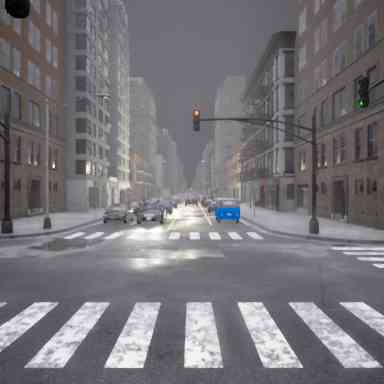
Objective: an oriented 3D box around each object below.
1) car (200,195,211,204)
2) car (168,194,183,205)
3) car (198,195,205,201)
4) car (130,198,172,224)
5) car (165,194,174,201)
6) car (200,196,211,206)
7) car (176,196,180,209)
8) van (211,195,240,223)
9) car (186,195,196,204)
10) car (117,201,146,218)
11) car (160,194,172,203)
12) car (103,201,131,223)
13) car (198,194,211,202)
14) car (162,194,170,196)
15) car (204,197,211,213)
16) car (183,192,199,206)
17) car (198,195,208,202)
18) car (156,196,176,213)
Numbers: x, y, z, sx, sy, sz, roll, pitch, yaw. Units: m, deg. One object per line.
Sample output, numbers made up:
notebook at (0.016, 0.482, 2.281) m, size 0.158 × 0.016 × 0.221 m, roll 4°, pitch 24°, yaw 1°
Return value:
car at (2.520, 1.408, 64.744) m, size 1.967 × 1.590 × 4.097 m, roll 0°, pitch 0°, yaw 0°
car at (-2.858, 1.575, 59.273) m, size 1.994 × 1.385 × 4.181 m, roll 0°, pitch 0°, yaw 0°
car at (2.480, 1.512, 87.469) m, size 1.947 × 1.339 × 4.313 m, roll 0°, pitch 0°, yaw 0°
car at (-2.882, 1.485, 24.504) m, size 2.128 × 1.511 × 4.902 m, roll 0°, pitch 0°, yaw -1°
car at (-5.535, 1.392, 81.770) m, size 1.967 × 1.590 × 4.097 m, roll 0°, pitch 0°, yaw 0°
car at (2.551, 1.566, 47.700) m, size 1.802 × 1.307 × 4.206 m, roll 0°, pitch 0°, yaw 0°
car at (-2.926, 1.550, 43.908) m, size 1.994 × 1.385 × 4.181 m, roll 0°, pitch 0°, yaw 0°
van at (2.591, 1.334, 24.975) m, size 1.690 × 1.788 × 3.998 m, roll 0°, pitch 0°, yaw 0°
car at (-0.118, 1.445, 65.101) m, size 1.882 × 1.535 × 5.008 m, roll 0°, pitch 0°, yaw 0°
car at (-5.444, 1.536, 30.633) m, size 1.887 × 1.381 × 4.507 m, roll 0°, pitch 0°, yaw 0°
car at (-5.515, 1.277, 70.406) m, size 2.192 × 1.841 × 5.009 m, roll 0°, pitch 0°, yaw 0°
car at (-5.434, 1.544, 24.952) m, size 2.008 × 1.369 × 4.403 m, roll 0°, pitch 0°, yaw 0°
car at (2.541, 1.294, 53.381) m, size 2.192 × 1.841 × 5.009 m, roll 0°, pitch 0°, yaw 0°
car at (-5.505, 1.534, 64.724) m, size 1.947 × 1.339 × 4.313 m, roll 0°, pitch 0°, yaw 0°
car at (2.571, 1.572, 36.337) m, size 1.802 × 1.307 × 4.206 m, roll 0°, pitch 0°, yaw 0°
car at (-0.100, 1.329, 55.069) m, size 2.097 × 1.767 × 4.553 m, roll 0°, pitch 0°, yaw 0°
car at (2.500, 1.508, 76.106) m, size 2.008 × 1.369 × 4.403 m, roll 0°, pitch 0°, yaw 0°
car at (-2.912, 1.469, 33.947) m, size 1.882 × 1.535 × 5.008 m, roll 0°, pitch 0°, yaw 0°
